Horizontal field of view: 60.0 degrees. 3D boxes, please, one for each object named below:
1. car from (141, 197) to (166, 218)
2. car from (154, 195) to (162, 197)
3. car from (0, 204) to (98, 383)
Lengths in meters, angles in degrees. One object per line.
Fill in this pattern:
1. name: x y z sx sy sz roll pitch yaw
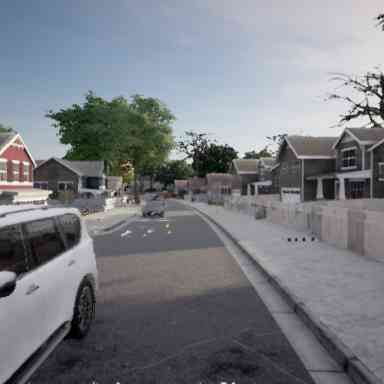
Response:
1. car: -3.384 1.523 29.851 1.837 1.490 4.892 0 0 -3
2. car: -5.534 1.328 54.739 2.097 1.767 4.553 0 0 -6
3. car: -2.693 1.221 3.585 2.150 2.045 5.566 0 0 0
